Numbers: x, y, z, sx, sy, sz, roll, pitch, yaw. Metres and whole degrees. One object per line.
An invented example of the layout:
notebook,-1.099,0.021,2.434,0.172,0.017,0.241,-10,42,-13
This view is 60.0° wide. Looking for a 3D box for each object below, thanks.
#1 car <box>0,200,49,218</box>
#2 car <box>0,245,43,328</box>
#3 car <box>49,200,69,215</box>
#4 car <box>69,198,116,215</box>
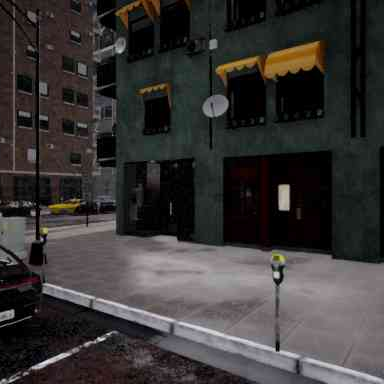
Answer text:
car,-14.045,1.350,26.058,2.008,1.369,4.403,1,1,35
car,-4.469,1.551,6.054,4.403,1.369,2.008,0,0,35
car,-10.958,1.250,30.486,1.752,1.417,4.829,1,1,35
car,-8.331,1.276,29.741,1.994,1.385,4.181,0,1,35
